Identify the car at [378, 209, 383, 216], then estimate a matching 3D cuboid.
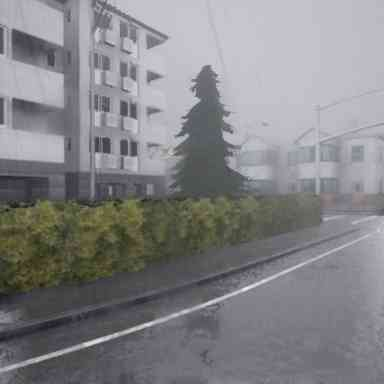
[{"bbox_3d":[17.509,1.511,26.158,2.033,1.411,5.357,0,0,-20],"label":"car"}]
